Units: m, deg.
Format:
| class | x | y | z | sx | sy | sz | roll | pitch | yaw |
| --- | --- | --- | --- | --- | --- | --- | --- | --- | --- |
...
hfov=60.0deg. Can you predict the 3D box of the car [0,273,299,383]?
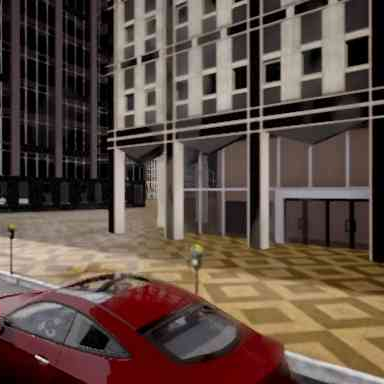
| class | x | y | z | sx | sy | sz | roll | pitch | yaw |
| --- | --- | --- | --- | --- | --- | --- | --- | --- | --- |
| car | -1.019 | 1.578 | 3.601 | 4.206 | 1.307 | 1.802 | 0 | 0 | 35 |
